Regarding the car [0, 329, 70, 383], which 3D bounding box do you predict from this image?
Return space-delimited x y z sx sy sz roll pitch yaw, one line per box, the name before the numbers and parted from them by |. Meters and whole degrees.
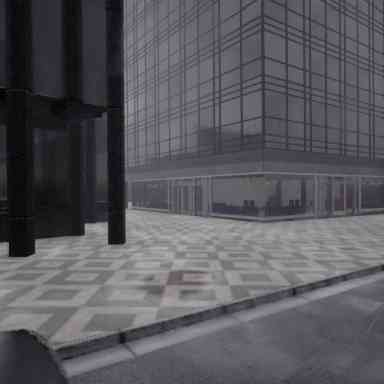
car | -3.123 1.548 1.162 5.357 1.411 2.033 0 0 -35
